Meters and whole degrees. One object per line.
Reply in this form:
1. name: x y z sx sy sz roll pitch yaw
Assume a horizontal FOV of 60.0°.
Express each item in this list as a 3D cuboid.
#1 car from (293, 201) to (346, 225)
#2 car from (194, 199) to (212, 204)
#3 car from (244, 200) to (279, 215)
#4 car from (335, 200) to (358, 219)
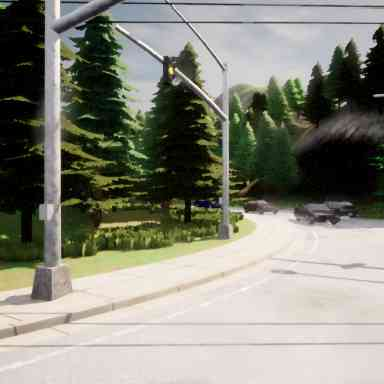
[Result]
1. car: 9.025 1.547 24.582 2.033 1.411 5.357 0 0 1
2. car: 2.226 1.478 43.625 1.882 1.535 5.008 0 0 -33
3. car: 7.048 1.526 34.579 1.812 1.442 4.674 0 0 -21
4. car: 12.292 1.505 28.755 1.837 1.490 4.892 1 0 -6
